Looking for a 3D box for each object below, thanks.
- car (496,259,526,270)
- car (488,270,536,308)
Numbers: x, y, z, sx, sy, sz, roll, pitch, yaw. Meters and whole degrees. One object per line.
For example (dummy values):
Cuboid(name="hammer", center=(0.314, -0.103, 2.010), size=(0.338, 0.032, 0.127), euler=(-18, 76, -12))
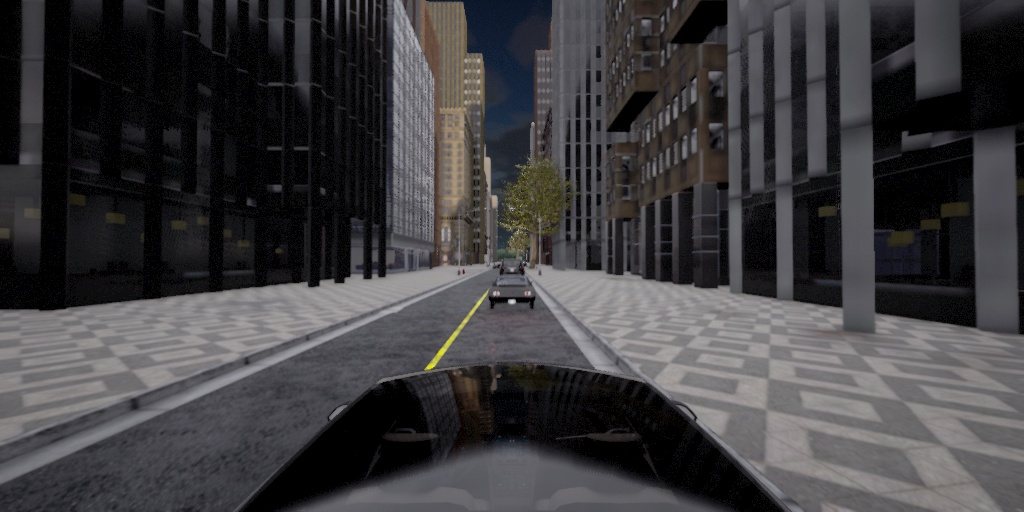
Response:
Cuboid(name="car", center=(0.007, 1.254, 30.870), size=(2.150, 2.045, 5.566), euler=(0, 0, 0))
Cuboid(name="car", center=(0.004, 1.487, 15.960), size=(1.895, 1.301, 4.718), euler=(0, -1, 0))
